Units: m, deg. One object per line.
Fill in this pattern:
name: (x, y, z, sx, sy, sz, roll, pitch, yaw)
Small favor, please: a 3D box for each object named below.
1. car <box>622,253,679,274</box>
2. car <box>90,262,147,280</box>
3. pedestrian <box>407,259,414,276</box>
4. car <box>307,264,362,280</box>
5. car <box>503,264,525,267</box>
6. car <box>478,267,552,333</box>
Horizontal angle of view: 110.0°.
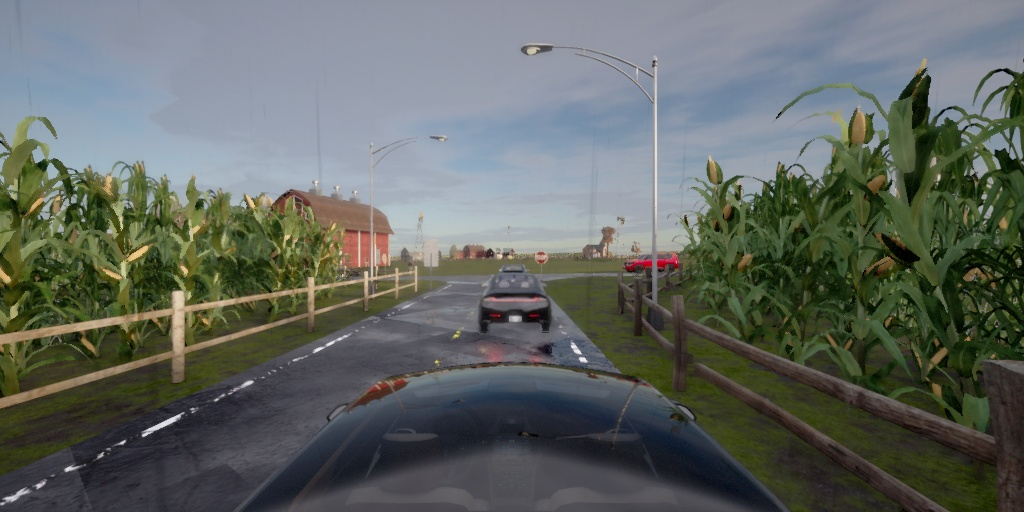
car: (14.322, 0.726, 37.004, 5.566, 2.045, 2.150, -1, 0, -4)
car: (-46.108, 1.739, 42.067, 5.566, 2.045, 2.150, -1, -1, 14)
pedestrian: (-11.292, 1.247, 39.871, 0.375, 1.860, 0.375, 0, 0, 4)
car: (-17.043, 1.479, 34.428, 5.008, 1.535, 1.882, -1, -1, 5)
car: (0.145, 1.247, 23.470, 2.128, 1.511, 4.902, 0, 0, 2)
car: (0.075, 1.245, 10.758, 2.128, 1.511, 4.902, 0, 0, 0)
